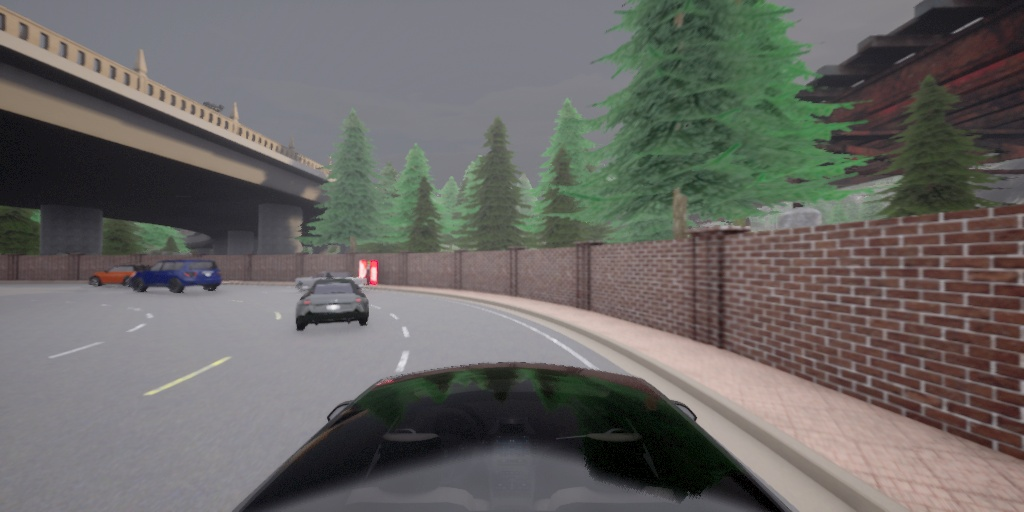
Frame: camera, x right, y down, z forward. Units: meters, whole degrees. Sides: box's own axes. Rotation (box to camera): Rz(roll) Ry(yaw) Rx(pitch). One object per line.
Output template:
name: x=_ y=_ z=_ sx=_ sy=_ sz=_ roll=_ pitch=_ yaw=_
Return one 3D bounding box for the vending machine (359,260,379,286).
vending machine: x=-10.549 y=1.266 z=26.433 sx=0.880 sy=2.100 sz=1.100 roll=0 pitch=0 yaw=27

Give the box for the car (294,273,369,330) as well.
car: x=-5.946 y=1.449 z=11.955 sx=1.994 sy=1.385 sz=4.181 roll=0 pitch=-1 yaw=-26

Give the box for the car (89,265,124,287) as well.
car: x=-29.997 y=1.468 z=27.932 sx=4.553 sy=1.767 sz=2.097 roll=0 pitch=-1 yaw=8

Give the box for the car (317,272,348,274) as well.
car: x=-11.509 y=1.625 z=22.556 sx=4.718 sy=1.301 sz=1.895 roll=0 pitch=-1 yaw=29

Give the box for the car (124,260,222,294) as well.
car: x=-21.230 y=1.262 z=22.775 sx=5.566 sy=2.045 sz=2.150 roll=0 pitch=-1 yaw=16
